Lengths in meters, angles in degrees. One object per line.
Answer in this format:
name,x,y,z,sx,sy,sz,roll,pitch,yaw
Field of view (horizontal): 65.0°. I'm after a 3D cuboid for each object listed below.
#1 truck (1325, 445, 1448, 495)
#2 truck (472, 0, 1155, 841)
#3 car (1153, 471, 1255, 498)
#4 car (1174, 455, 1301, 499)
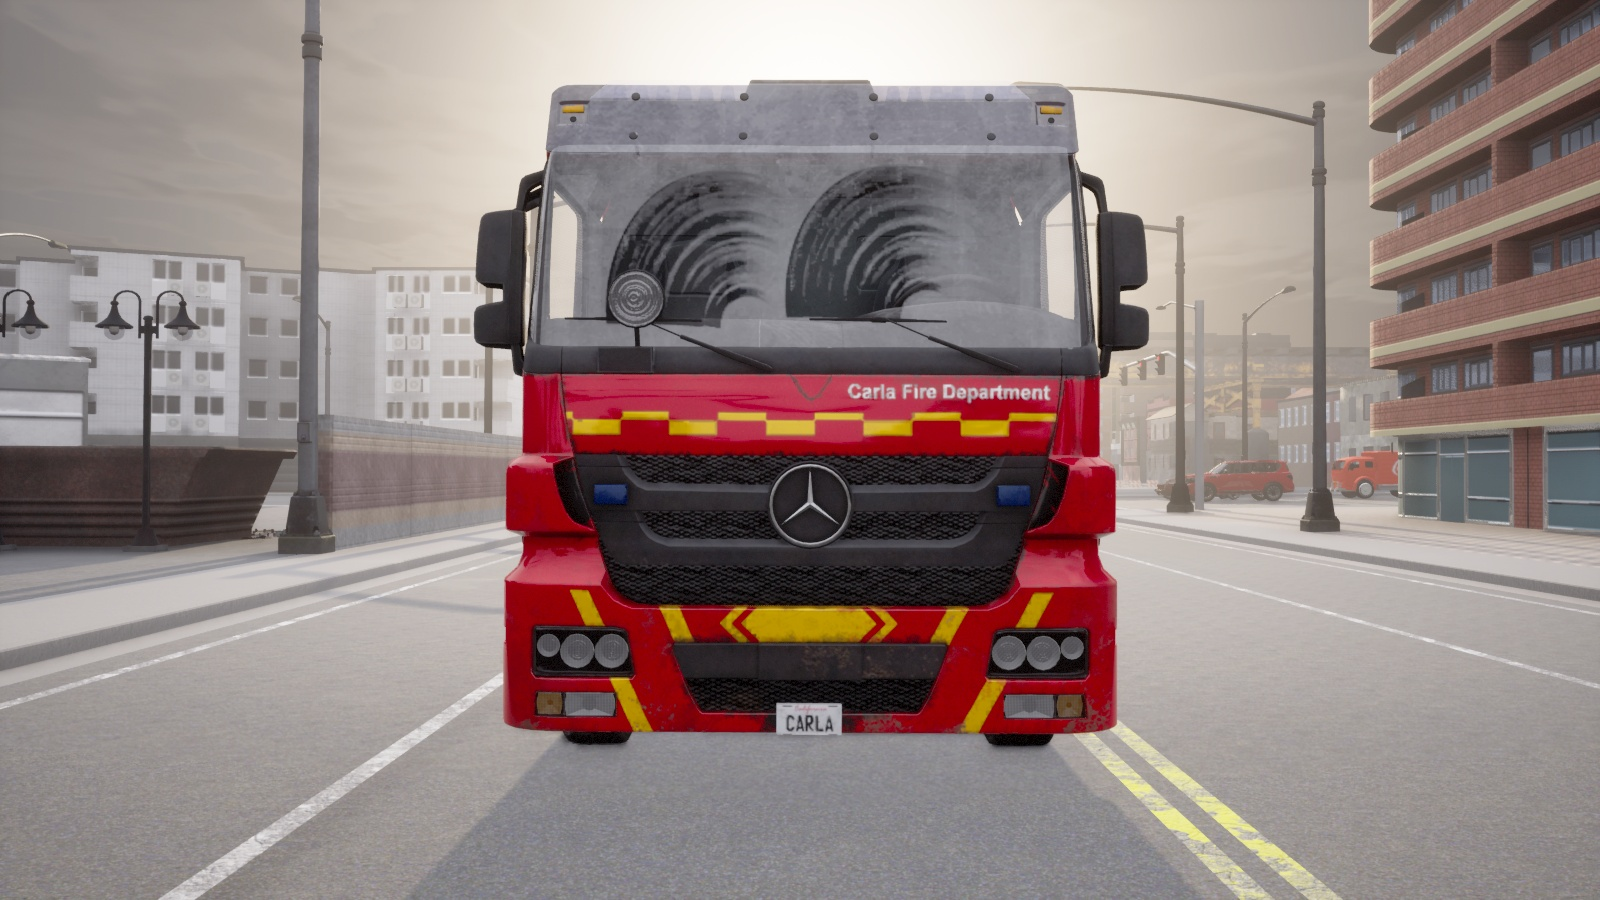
truck,30.774,1.042,66.015,5.204,2.467,2.627,-1,-1,1
truck,0.070,-0.190,9.582,2.891,3.827,8.468,0,-1,0
car,21.271,1.809,66.245,4.718,1.301,1.895,-1,-1,1
car,21.796,1.356,62.725,5.566,2.045,2.150,-1,-1,2
